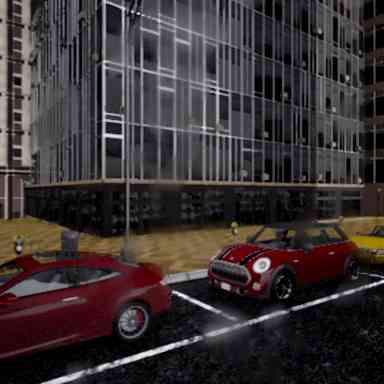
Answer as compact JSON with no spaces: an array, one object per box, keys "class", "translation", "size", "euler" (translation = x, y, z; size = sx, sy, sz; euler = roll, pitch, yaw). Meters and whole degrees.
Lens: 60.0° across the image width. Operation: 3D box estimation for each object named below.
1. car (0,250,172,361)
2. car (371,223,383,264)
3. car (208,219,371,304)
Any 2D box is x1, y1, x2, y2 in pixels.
[{"class":"car","translation":[-2.278,1.591,4.945],"size":[4.206,1.307,1.802],"euler":[1,-1,-36]},{"class":"car","translation":[6.829,1.647,11.460],"size":[4.829,1.417,1.752],"euler":[1,-1,-36]},{"class":"car","translation":[2.345,1.507,8.253],"size":[4.097,1.590,1.967],"euler":[1,-1,-36]}]
